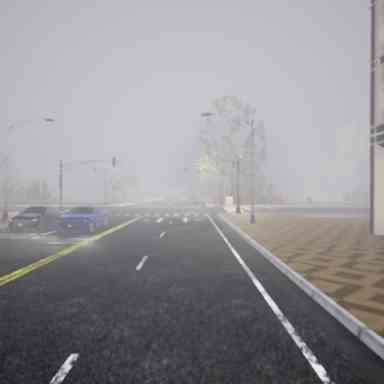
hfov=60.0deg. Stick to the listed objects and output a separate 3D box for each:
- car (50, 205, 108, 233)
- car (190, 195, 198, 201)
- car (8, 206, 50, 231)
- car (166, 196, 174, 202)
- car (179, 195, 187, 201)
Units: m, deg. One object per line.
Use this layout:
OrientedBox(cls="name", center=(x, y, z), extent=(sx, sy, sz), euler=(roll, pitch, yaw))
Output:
OrientedBox(cls="car", center=(-6.579, 1.563, 20.406), extent=(1.882, 1.535, 5.008), euler=(0, 0, 0))
OrientedBox(cls="car", center=(0.585, 1.680, 93.262), extent=(2.097, 1.767, 4.553), euler=(0, 0, 1))
OrientedBox(cls="car", center=(-9.827, 1.615, 21.340), extent=(1.812, 1.442, 4.674), euler=(0, 0, 0))
OrientedBox(cls="car", center=(-5.983, 1.795, 89.318), extent=(1.882, 1.535, 5.008), euler=(0, 0, 1))
OrientedBox(cls="car", center=(-2.670, 1.919, 92.995), extent=(1.895, 1.301, 4.718), euler=(0, 0, 1))
